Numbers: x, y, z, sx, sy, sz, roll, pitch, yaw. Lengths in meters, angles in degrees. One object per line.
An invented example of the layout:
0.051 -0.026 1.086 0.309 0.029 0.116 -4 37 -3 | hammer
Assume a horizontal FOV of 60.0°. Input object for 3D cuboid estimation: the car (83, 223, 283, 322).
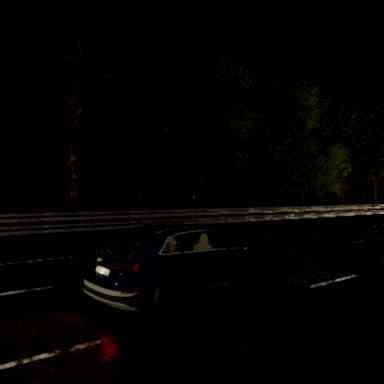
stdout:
0.085 1.503 7.445 4.856 1.649 2.033 1 -2 -42 | car
